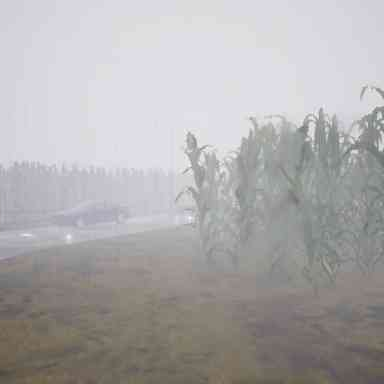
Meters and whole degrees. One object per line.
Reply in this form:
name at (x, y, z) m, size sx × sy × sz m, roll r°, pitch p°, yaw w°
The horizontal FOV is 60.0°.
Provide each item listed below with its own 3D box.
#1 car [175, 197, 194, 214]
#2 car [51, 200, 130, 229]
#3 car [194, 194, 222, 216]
car at (0.499, 1.123, 29.309) m, size 1.837 × 1.490 × 4.892 m, roll 0°, pitch 1°, yaw 36°
car at (-6.001, 1.263, 20.181) m, size 1.882 × 1.535 × 5.008 m, roll 0°, pitch 1°, yaw 35°
car at (2.572, 0.970, 27.312) m, size 2.097 × 1.767 × 4.553 m, roll 0°, pitch 1°, yaw 36°
